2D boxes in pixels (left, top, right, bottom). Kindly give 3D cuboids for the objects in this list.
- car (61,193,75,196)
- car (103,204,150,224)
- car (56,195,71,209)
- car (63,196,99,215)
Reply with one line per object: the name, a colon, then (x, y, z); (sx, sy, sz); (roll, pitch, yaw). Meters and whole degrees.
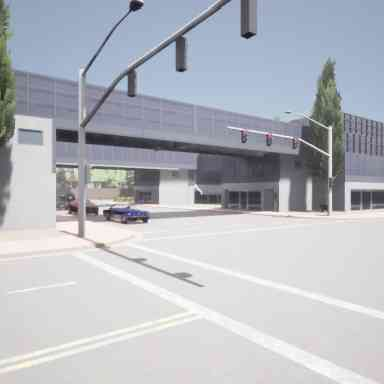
car: (-23.774, 1.221, 63.014); (2.150, 2.045, 5.566); (0, 0, -36)
car: (-4.993, 1.601, 25.019); (1.895, 1.301, 4.718); (0, 0, -36)
car: (-16.804, 1.505, 41.248); (1.837, 1.490, 4.892); (0, 0, -36)
car: (-10.893, 1.478, 33.120); (1.882, 1.535, 5.008); (0, 0, -36)
